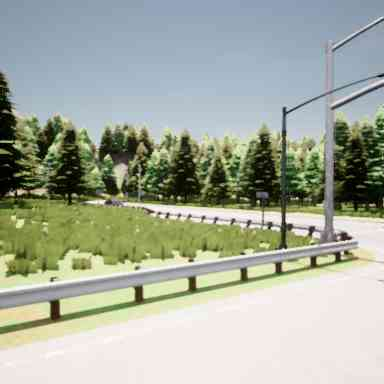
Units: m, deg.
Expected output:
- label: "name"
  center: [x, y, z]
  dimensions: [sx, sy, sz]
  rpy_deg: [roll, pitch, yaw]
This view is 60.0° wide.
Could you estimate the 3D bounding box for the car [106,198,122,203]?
- label: "car"
  center: [-12.423, 1.693, 52.976]
  dimensions: [1.812, 1.442, 4.674]
  rpy_deg: [1, -1, -34]
